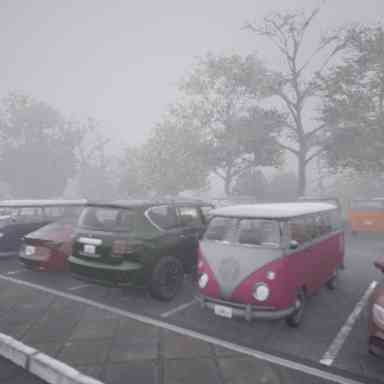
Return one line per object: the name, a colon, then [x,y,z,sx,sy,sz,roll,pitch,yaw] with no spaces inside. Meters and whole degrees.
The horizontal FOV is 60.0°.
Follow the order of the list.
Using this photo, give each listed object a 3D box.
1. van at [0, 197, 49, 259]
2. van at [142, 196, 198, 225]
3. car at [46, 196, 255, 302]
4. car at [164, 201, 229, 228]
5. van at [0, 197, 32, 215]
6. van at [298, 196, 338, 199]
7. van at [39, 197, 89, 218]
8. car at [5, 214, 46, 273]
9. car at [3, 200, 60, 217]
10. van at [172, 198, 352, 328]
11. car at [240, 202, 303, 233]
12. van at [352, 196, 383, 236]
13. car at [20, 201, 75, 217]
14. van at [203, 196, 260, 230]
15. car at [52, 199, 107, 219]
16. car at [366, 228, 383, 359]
van: [-4.995,1.263,11.679,1.878,1.987,4.442,-1,0,36]
van: [-1.616,1.325,25.634,1.878,1.987,4.442,-1,0,36]
car: [-0.410,1.187,8.573,2.435,2.045,5.566,0,0,36]
car: [0.464,1.515,23.774,1.946,1.575,5.366,-1,0,36]
van: [-21.981,1.646,40.218,1.878,1.987,4.442,-1,-1,36]
van: [7.135,1.211,19.080,1.878,1.987,4.442,0,0,36]
van: [-12.877,1.489,33.697,1.878,1.987,4.442,-1,0,36]
car: [-2.646,1.486,10.176,2.163,1.488,4.792,0,0,36]
car: [-17.553,1.779,36.675,1.946,1.575,5.366,-1,-1,36]
van: [1.763,1.225,6.839,1.878,1.987,4.442,0,0,36]
car: [5.077,1.452,20.704,2.097,1.535,5.008,-1,0,36]
van: [9.631,1.224,17.579,1.878,1.987,4.442,0,0,36]
car: [-15.199,1.748,35.209,2.231,1.521,4.892,-1,0,36]
van: [2.751,1.260,22.219,1.878,1.987,4.442,-1,0,36]
car: [-10.711,1.556,31.964,2.185,1.767,4.553,-1,0,36]
car: [4.088,1.502,5.321,2.002,1.452,4.674,0,0,36]
